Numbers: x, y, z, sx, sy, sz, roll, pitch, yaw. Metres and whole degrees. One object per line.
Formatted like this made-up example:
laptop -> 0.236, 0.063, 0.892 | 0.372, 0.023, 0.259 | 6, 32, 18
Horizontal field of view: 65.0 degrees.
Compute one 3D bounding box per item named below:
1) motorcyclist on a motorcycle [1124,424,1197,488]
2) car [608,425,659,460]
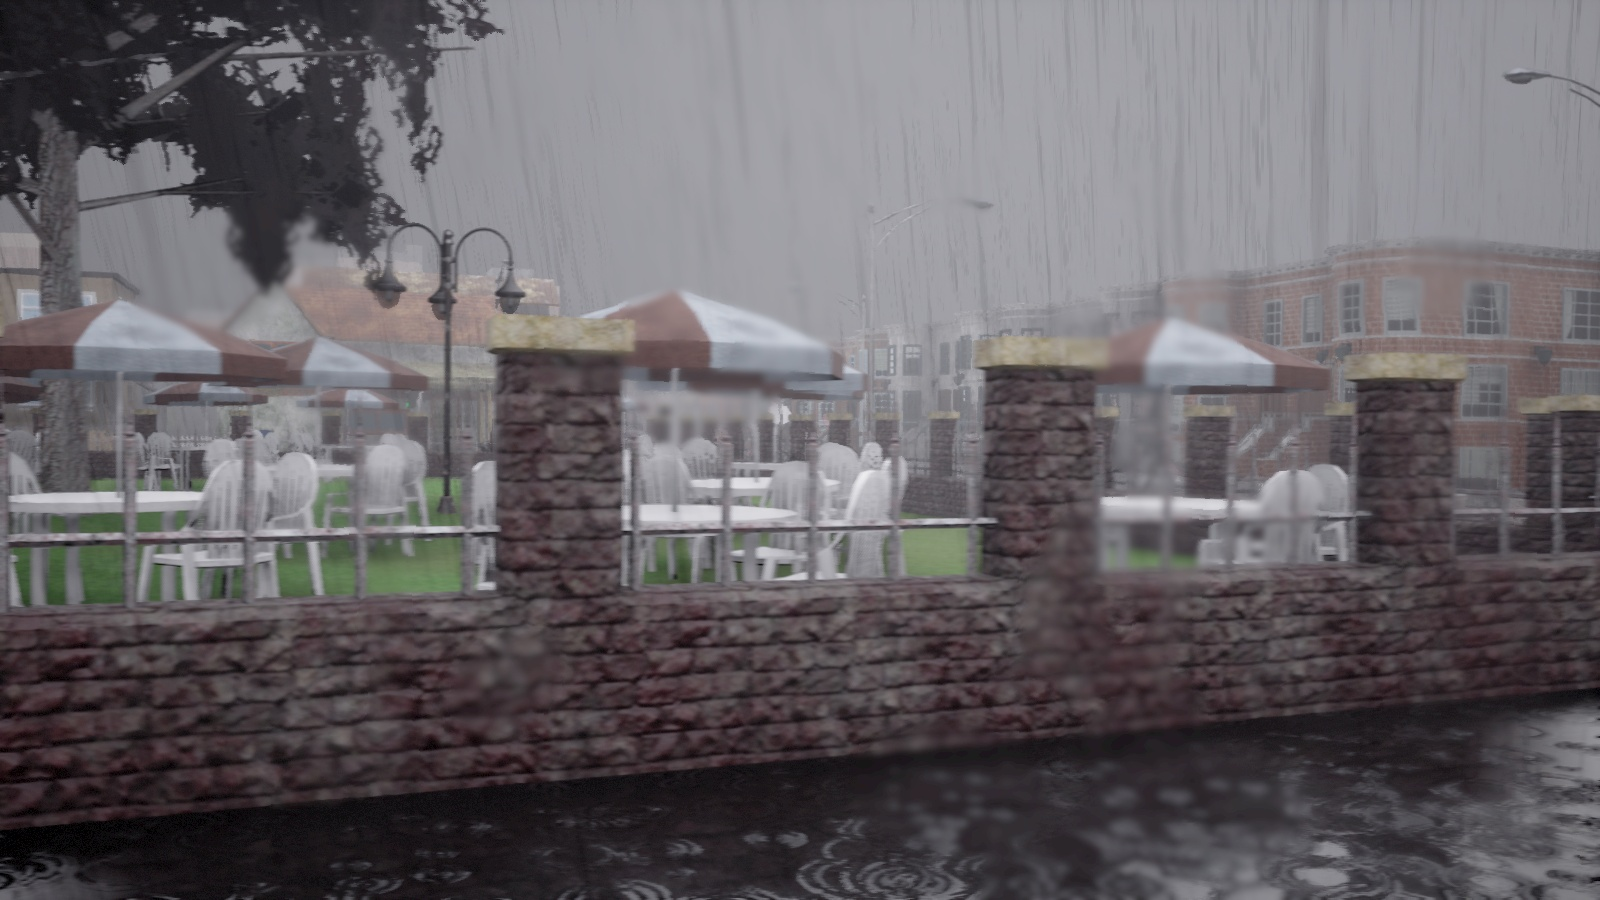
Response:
motorcyclist on a motorcycle -> 9.191, 0.130, 32.052 | 0.866, 1.590, 1.817 | -1, 1, -21
car -> -9.210, -0.435, 69.320 | 1.905, 1.878, 3.866 | -1, 1, -21
